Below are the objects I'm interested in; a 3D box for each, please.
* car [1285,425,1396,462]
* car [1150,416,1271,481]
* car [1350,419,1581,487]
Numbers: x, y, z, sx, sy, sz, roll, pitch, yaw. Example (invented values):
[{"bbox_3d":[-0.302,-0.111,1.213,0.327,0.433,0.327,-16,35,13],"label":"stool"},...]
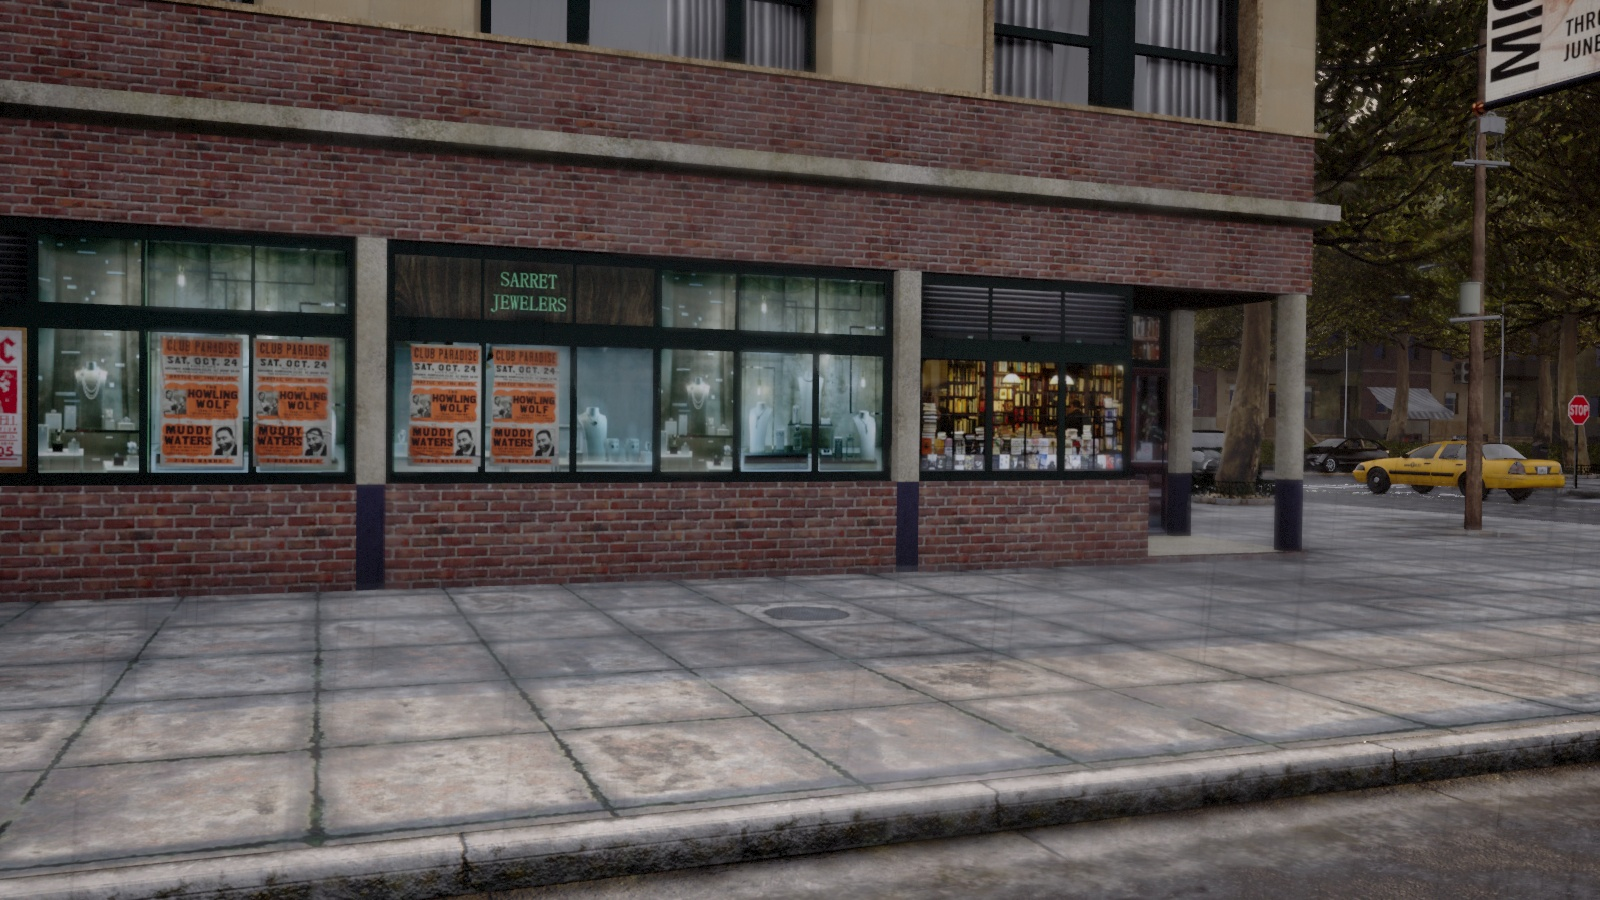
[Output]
[{"bbox_3d":[22.585,-0.286,52.477,4.193,1.474,1.816,-1,1,-21],"label":"car"},{"bbox_3d":[11.977,-0.074,36.970,2.097,1.767,4.553,-1,1,0],"label":"car"},{"bbox_3d":[16.871,0.031,32.208,1.801,1.575,5.366,-1,1,-22],"label":"car"}]
